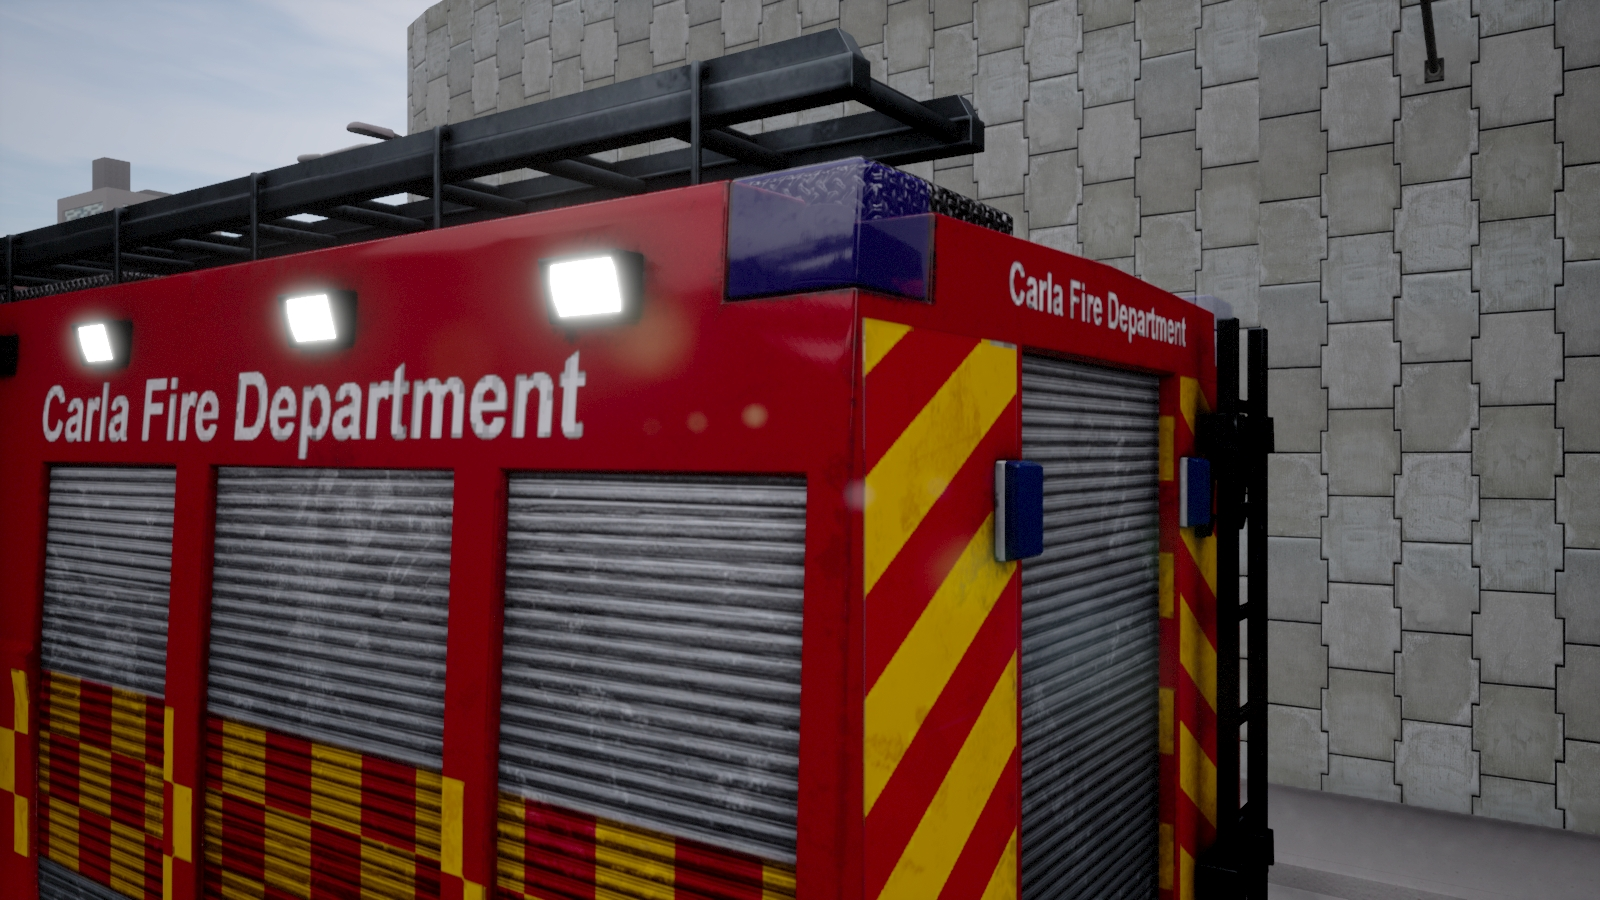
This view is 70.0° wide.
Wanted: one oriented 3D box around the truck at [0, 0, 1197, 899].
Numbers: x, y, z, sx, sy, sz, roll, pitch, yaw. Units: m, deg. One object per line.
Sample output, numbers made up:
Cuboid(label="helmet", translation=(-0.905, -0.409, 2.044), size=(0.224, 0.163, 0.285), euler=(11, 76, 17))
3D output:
Cuboid(label="truck", translation=(-2.831, 0.888, 5.461), size=(8.468, 3.827, 2.891), euler=(0, 0, 35))
